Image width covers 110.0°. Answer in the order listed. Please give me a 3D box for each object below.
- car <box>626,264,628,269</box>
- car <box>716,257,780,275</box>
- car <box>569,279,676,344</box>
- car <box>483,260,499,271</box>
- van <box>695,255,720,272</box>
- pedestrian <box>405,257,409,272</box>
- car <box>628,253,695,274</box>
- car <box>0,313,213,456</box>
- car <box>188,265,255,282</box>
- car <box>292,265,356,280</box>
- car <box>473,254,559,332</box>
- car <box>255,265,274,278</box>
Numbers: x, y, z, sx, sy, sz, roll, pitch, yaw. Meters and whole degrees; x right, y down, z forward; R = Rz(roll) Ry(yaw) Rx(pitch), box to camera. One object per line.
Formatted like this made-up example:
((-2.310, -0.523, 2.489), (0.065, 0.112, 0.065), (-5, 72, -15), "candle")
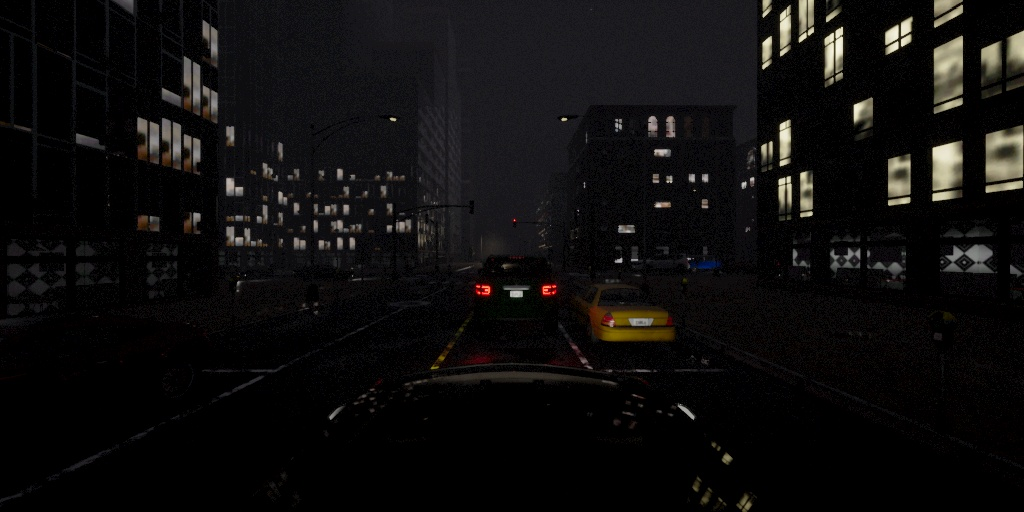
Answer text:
((15.304, 0.844, 39.641), (5.009, 1.841, 2.192), (0, 0, -1), "car")
((21.071, 1.019, 31.823), (4.507, 1.381, 1.888), (0, 0, -1), "car")
((2.561, 1.275, 9.429), (1.751, 1.417, 4.829), (0, 0, 0), "car")
((-2.861, 1.299, 50.632), (2.033, 1.411, 5.357), (0, 0, -1), "car")
((20.959, 0.800, 39.703), (3.998, 1.789, 1.690), (0, 0, -1), "van")
((-12.371, 1.020, 42.257), (0.375, 1.860, 0.375), (0, 1, -1), "pedestrian")
((15.406, 0.755, 37.176), (5.566, 2.045, 2.150), (-1, 0, -1), "car")
((-5.316, 1.332, 3.695), (1.802, 1.307, 4.207), (0, 0, 0), "car")
((-27.521, 1.602, 33.694), (4.892, 1.490, 1.837), (-1, 0, -1), "car")
((-17.707, 1.515, 33.824), (5.357, 1.411, 2.033), (-1, 0, -1), "car")
((0.094, 0.971, 10.983), (2.150, 2.045, 5.566), (0, 0, 0), "car")
((-28.422, 1.648, 39.064), (4.403, 1.370, 2.007), (0, 0, -1), "car")
